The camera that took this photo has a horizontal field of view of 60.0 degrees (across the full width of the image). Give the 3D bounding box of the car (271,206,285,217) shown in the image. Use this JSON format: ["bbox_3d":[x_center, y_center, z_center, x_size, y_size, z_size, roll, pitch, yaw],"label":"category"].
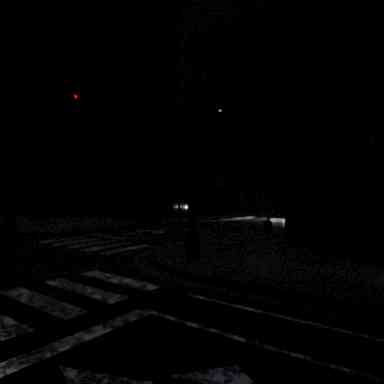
[{"bbox_3d":[10.759,2.250,38.025,1.895,1.301,4.718,1,-1,36],"label":"car"}]
